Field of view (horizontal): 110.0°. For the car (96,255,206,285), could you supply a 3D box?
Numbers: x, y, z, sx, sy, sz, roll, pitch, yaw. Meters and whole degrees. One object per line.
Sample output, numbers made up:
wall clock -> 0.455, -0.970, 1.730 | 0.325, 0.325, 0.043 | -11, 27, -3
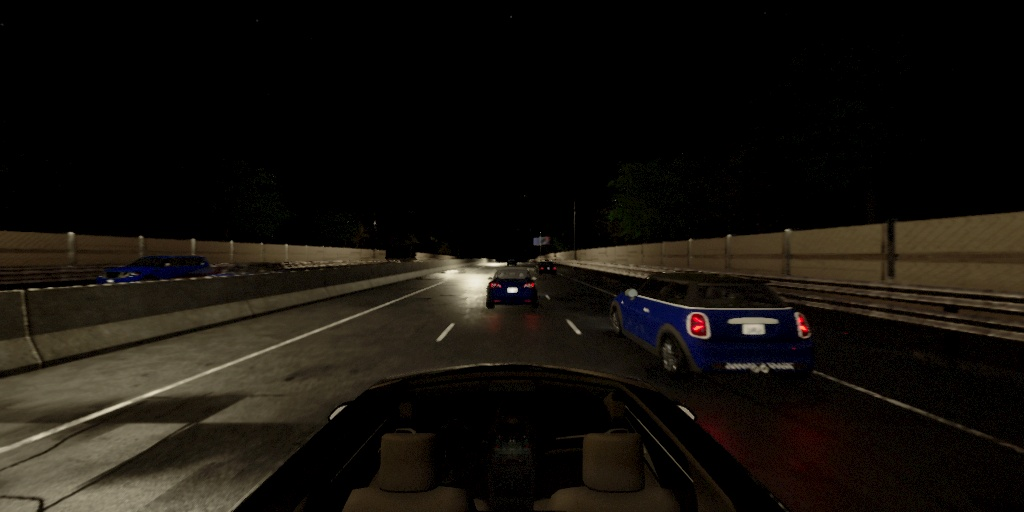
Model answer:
car -> -21.016, 0.983, 21.532 | 2.150, 2.045, 5.566 | 0, 0, 0

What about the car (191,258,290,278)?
car -> -14.043, 1.112, 19.269 | 2.097, 1.767, 4.553 | 0, 0, 1

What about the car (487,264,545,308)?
car -> 0.009, 1.272, 15.301 | 2.163, 1.488, 4.792 | 0, 0, 0

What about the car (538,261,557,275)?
car -> 3.595, 1.271, 37.941 | 2.033, 1.411, 5.357 | 0, 0, 0

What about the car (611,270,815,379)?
car -> 3.599, 1.119, 7.467 | 2.097, 1.767, 4.553 | 0, 0, 0

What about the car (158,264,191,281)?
car -> -17.523, 1.322, 20.996 | 1.994, 1.385, 4.181 | 0, 0, 1
